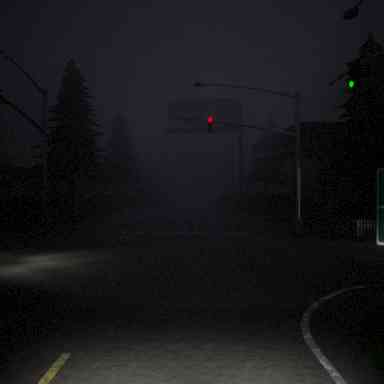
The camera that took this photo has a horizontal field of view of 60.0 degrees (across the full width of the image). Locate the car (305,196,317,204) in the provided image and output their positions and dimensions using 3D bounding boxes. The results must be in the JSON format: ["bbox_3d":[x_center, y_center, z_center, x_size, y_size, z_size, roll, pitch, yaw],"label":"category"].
[{"bbox_3d":[22.550,1.538,64.010,1.970,1.475,3.806,0,0,0],"label":"car"}]

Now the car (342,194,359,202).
[{"bbox_3d":[34.960,1.473,71.792,2.007,1.523,4.514,0,0,0],"label":"car"}]

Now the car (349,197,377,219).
[{"bbox_3d":[14.387,1.499,24.949,3.866,1.878,1.905,0,0,0],"label":"car"}]

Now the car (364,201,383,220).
[{"bbox_3d":[18.718,1.665,30.616,4.611,1.667,2.242,0,0,0],"label":"car"}]
